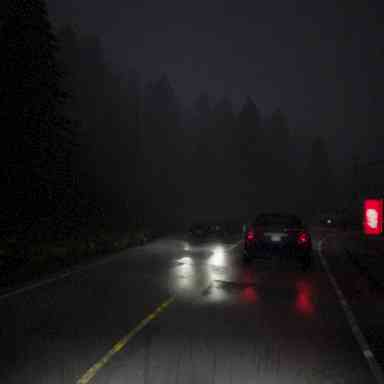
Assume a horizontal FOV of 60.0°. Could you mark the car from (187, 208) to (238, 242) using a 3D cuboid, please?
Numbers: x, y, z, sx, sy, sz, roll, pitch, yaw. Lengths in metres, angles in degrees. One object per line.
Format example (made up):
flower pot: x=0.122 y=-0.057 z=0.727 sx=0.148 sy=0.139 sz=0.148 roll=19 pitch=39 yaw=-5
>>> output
car: x=1.457 y=1.615 z=17.716 sx=1.882 sy=1.535 sz=5.008 roll=0 pitch=-1 yaw=26

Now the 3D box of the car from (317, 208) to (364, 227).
car: x=11.533 y=1.882 z=25.547 sx=4.718 sy=1.301 sz=1.895 roll=1 pitch=-1 yaw=-43

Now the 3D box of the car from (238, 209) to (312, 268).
car: x=3.190 y=1.465 z=12.141 sx=2.097 sy=1.767 sz=4.553 roll=0 pitch=-1 yaw=17

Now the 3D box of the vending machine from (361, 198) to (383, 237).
vending machine: x=10.270 y=1.419 z=18.827 sx=1.100 sy=2.100 sz=0.880 roll=0 pitch=0 yaw=35
